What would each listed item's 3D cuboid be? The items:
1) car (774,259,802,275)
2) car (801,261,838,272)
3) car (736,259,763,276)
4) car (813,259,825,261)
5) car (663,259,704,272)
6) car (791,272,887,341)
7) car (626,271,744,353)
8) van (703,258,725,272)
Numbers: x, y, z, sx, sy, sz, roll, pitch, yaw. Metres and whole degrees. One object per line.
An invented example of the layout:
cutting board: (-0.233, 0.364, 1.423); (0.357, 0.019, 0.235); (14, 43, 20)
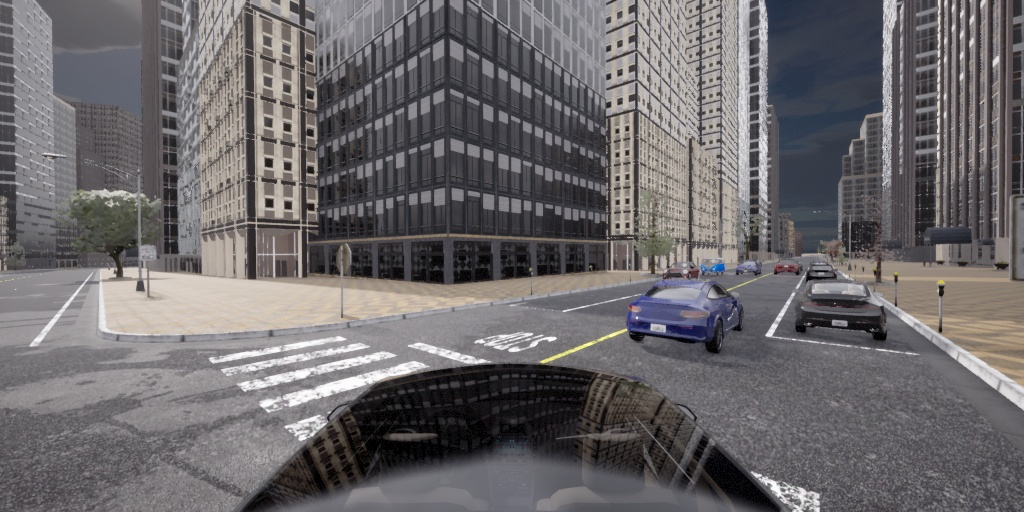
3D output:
car: (29.233, 1.079, 38.032); (2.097, 1.767, 4.553); (0, 0, 41)
car: (23.411, 1.305, 27.150); (1.948, 1.339, 4.313); (0, 0, 40)
car: (24.914, 1.248, 37.711); (1.812, 1.442, 4.674); (0, 0, 40)
car: (34.365, 1.294, 40.056); (1.948, 1.339, 4.313); (0, 0, 40)
car: (13.376, 1.165, 28.277); (1.967, 1.591, 4.097); (0, 0, 40)
car: (8.906, 1.300, 9.859); (2.007, 1.370, 4.403); (0, 0, 40)
car: (4.405, 1.271, 8.909); (1.812, 1.442, 4.674); (0, 0, 40)
van: (20.676, 1.060, 36.880); (1.690, 1.789, 3.998); (0, 0, 40)
